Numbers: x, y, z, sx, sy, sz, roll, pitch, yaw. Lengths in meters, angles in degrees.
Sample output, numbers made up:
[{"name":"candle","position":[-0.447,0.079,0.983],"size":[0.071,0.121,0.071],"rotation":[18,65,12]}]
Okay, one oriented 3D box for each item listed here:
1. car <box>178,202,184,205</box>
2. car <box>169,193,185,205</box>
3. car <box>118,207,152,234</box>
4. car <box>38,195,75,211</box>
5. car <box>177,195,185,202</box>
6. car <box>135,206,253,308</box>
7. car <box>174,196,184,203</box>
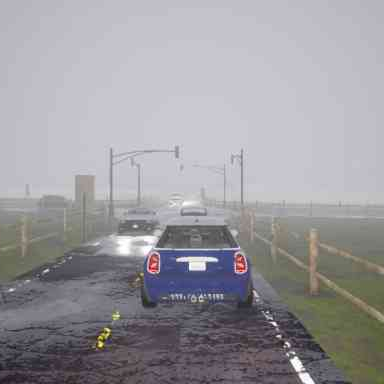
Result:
[{"name":"car","position":[0.091,1.507,17.262],"size":[1.837,1.490,4.892],"rotation":[0,0,0]},{"name":"car","position":[-2.839,1.237,59.906],"size":[2.150,2.045,5.566],"rotation":[0,0,0]},{"name":"car","position":[-2.926,1.567,19.027],"size":[1.994,1.385,4.181],"rotation":[0,0,-1]},{"name":"car","position":[-14.160,1.112,36.093],"size":[4.553,1.767,2.097],"rotation":[1,0,4]},{"name":"car","position":[-2.701,1.549,80.270],"size":[1.812,1.442,4.674],"rotation":[0,0,0]},{"name":"car","position":[0.096,1.353,8.096],"size":[2.097,1.767,4.553],"rotation":[0,0,0]},{"name":"car","position":[-2.735,1.615,69.928],"size":[1.895,1.301,4.718],"rotation":[0,0,0]}]
